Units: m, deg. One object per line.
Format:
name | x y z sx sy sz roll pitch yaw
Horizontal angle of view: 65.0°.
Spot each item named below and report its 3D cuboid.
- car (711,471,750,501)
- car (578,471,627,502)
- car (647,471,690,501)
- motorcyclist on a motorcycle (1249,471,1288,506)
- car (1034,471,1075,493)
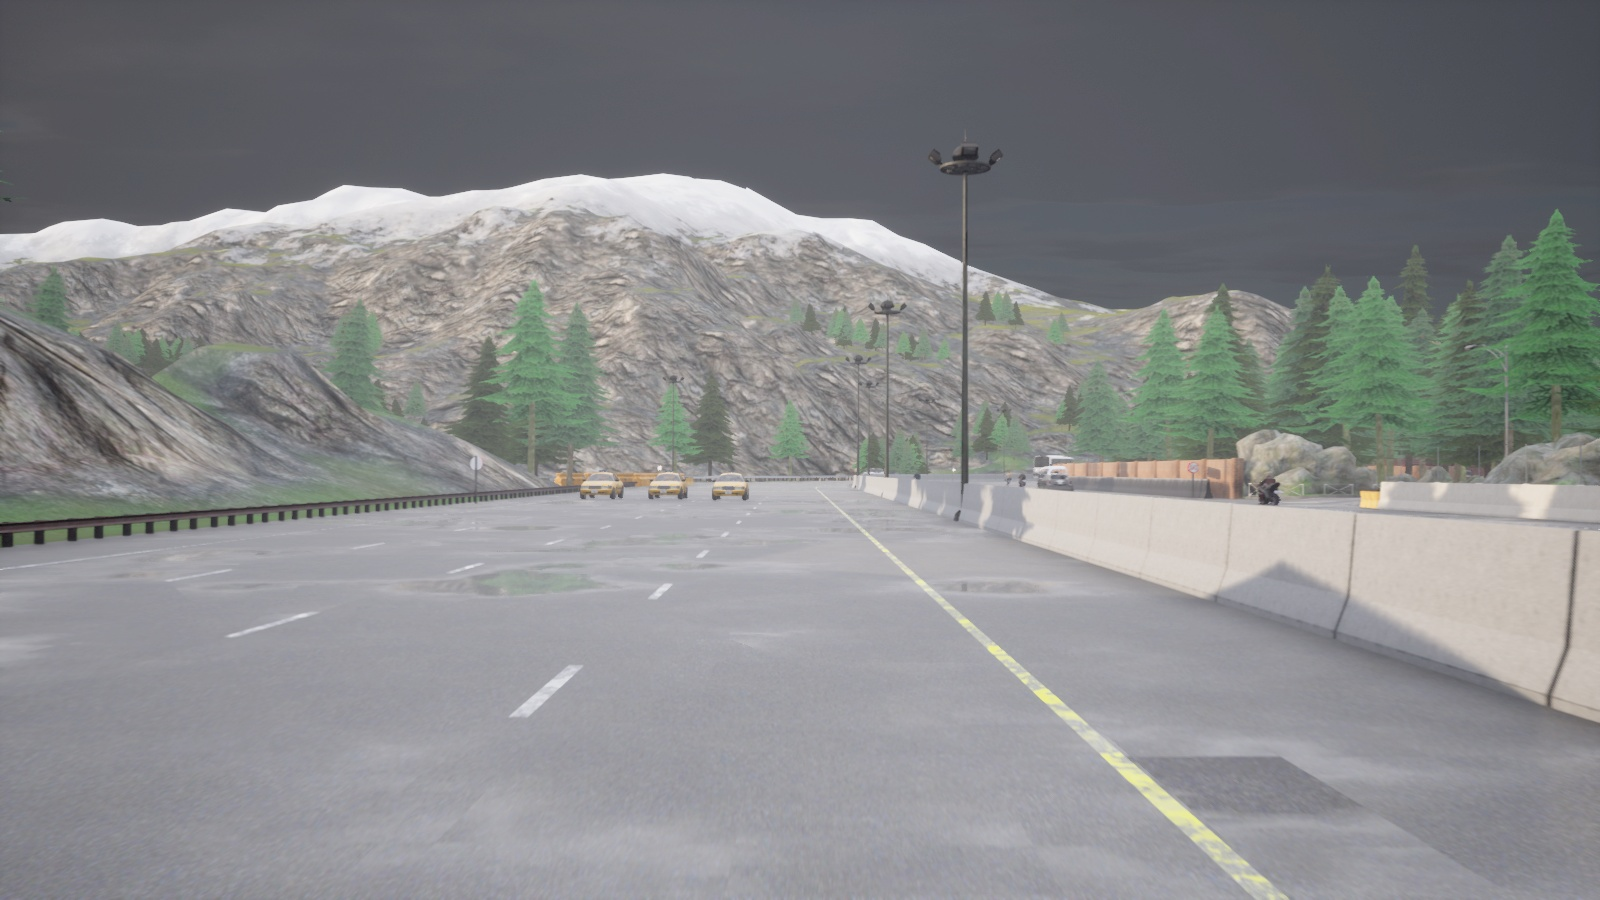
car | -3.663 1.891 67.098 1.801 1.575 5.366 0 -1 0
car | -10.665 1.936 68.076 1.801 1.575 5.366 0 -1 0
car | -7.167 1.935 68.849 1.801 1.575 5.366 0 -1 0
motorcyclist on a motorcycle | 20.864 1.703 55.963 0.866 1.530 2.191 0 -1 0
car | 17.292 2.142 85.509 1.970 1.475 3.806 0 -1 0
